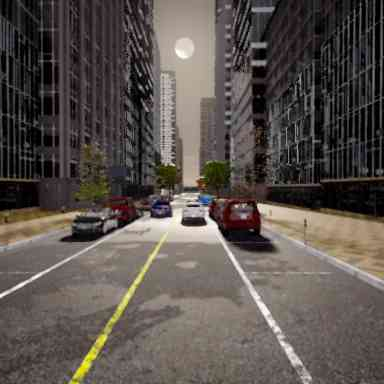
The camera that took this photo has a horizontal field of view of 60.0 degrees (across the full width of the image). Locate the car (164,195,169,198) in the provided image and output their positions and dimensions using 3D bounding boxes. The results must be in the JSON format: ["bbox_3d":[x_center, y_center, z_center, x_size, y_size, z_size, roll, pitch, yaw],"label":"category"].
[{"bbox_3d":[-5.312,1.313,52.474,2.192,1.841,5.009,-1,0,0],"label":"car"}]

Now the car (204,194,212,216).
[{"bbox_3d":[2.528,1.310,29.906,2.192,1.841,5.009,-1,0,0],"label":"car"}]

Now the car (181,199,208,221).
[{"bbox_3d":[0.106,1.520,26.649,1.812,1.442,4.674,0,0,0],"label":"car"}]

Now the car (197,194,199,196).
[{"bbox_3d":[2.577,1.553,69.448,2.008,1.369,4.403,-1,0,0],"label":"car"}]

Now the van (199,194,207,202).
[{"bbox_3d":[2.578,1.348,80.745,1.690,1.788,3.998,-1,0,0],"label":"van"}]

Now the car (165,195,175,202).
[{"bbox_3d":[-5.301,1.447,80.717,1.967,1.590,4.097,-1,0,0],"label":"car"}]

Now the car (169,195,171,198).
[{"bbox_3d":[-5.307,1.544,58.122,1.887,1.381,4.507,-1,0,0],"label":"car"}]

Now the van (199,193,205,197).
[{"bbox_3d":[2.570,1.340,58.150,1.690,1.788,3.998,-1,0,0],"label":"van"}]

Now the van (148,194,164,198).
[{"bbox_3d":[-5.313,1.338,46.825,1.690,1.788,3.998,-1,0,0],"label":"van"}]

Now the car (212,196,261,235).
[{"bbox_3d":[2.524,1.310,18.609,2.192,1.841,5.009,-1,0,0],"label":"car"}]

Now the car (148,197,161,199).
[{"bbox_3d":[-5.312,1.578,41.177,1.802,1.307,4.206,-1,0,0],"label":"car"}]

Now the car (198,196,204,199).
[{"bbox_3d":[0.115,1.560,43.120,1.994,1.385,4.181,0,0,0],"label":"car"}]

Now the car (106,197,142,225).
[{"bbox_3d":[-5.321,1.310,24.231,2.192,1.841,5.009,-1,0,0],"label":"car"}]

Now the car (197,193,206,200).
[{"bbox_3d":[2.581,1.327,92.042,2.192,1.841,5.009,-1,0,0],"label":"car"}]

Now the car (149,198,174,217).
[{"bbox_3d":[-2.748,1.521,30.926,1.812,1.442,4.674,0,0,0],"label":"car"}]

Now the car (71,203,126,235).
[{"bbox_3d":[-5.319,1.546,18.582,2.008,1.369,4.403,-1,0,0],"label":"car"}]

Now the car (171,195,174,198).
[{"bbox_3d":[-5.303,1.584,69.419,1.802,1.307,4.206,-1,0,0],"label":"car"}]

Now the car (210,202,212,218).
[{"bbox_3d":[2.530,1.577,24.258,1.802,1.307,4.206,-1,0,0],"label":"car"}]

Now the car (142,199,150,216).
[{"bbox_3d":[-5.316,1.546,29.880,2.008,1.369,4.403,-1,0,0],"label":"car"}]

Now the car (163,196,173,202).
[{"bbox_3d":[-5.304,1.549,75.069,1.887,1.381,4.507,-1,0,0],"label":"car"}]
